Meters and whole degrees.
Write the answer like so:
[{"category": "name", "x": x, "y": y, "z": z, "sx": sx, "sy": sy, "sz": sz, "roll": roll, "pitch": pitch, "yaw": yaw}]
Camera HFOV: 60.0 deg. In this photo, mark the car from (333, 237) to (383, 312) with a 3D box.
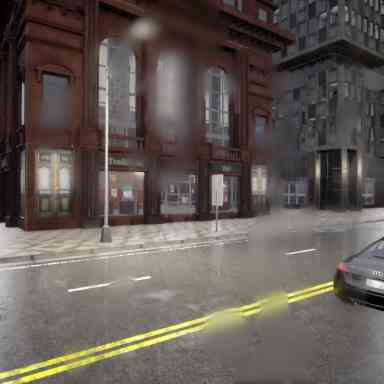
[{"category": "car", "x": 4.825, "y": 1.561, "z": 6.899, "sx": 4.181, "sy": 1.385, "sz": 1.994, "roll": 0, "pitch": 0, "yaw": -35}]
